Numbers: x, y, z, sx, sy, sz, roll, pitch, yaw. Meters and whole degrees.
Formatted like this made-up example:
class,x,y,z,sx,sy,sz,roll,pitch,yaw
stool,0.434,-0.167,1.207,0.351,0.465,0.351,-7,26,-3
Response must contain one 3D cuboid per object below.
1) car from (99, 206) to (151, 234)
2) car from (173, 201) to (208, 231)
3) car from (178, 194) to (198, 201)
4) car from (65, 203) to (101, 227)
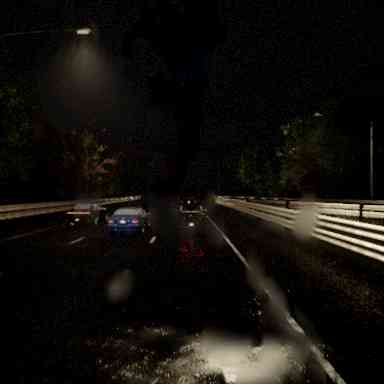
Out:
class,x,y,z,sx,sy,sz,roll,pitch,yaw
car,-3.540,1.561,19.375,2.033,1.411,5.357,0,0,-1
car,-0.060,1.518,20.519,1.837,1.490,4.892,0,0,-1
car,-0.432,1.258,39.123,2.150,2.045,5.566,0,0,-1
car,-7.098,1.509,22.892,2.128,1.511,4.902,0,0,-1
